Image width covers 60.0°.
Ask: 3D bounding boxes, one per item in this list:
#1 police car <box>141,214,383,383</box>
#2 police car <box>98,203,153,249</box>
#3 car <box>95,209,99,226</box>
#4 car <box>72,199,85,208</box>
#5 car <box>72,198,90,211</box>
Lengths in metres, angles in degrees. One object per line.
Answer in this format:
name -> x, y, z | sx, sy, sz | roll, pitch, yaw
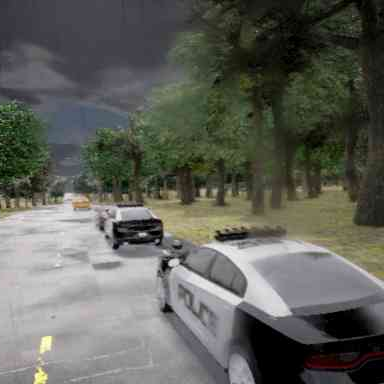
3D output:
police car -> 0.800, 1.336, 4.936 | 1.930, 1.638, 5.238 | -2, 1, -20
police car -> -2.677, 1.314, 14.314 | 1.930, 1.638, 5.238 | -2, 1, -20
car -> -4.722, 1.413, 19.839 | 1.812, 1.442, 4.674 | -2, 1, -20
car -> -18.396, 1.760, 53.728 | 1.895, 1.301, 4.718 | -2, -1, -20
car -> -13.676, 1.445, 41.118 | 1.882, 1.535, 5.008 | -2, 0, -20
